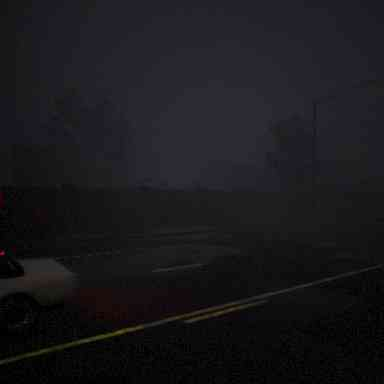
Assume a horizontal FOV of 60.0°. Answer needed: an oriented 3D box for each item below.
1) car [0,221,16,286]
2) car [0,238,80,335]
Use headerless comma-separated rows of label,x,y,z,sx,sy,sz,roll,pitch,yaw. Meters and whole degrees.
car,-7.127,1.531,7.505,5.357,1.411,2.033,1,0,-36
car,-4.375,1.594,5.171,4.718,1.301,1.895,1,0,-36
